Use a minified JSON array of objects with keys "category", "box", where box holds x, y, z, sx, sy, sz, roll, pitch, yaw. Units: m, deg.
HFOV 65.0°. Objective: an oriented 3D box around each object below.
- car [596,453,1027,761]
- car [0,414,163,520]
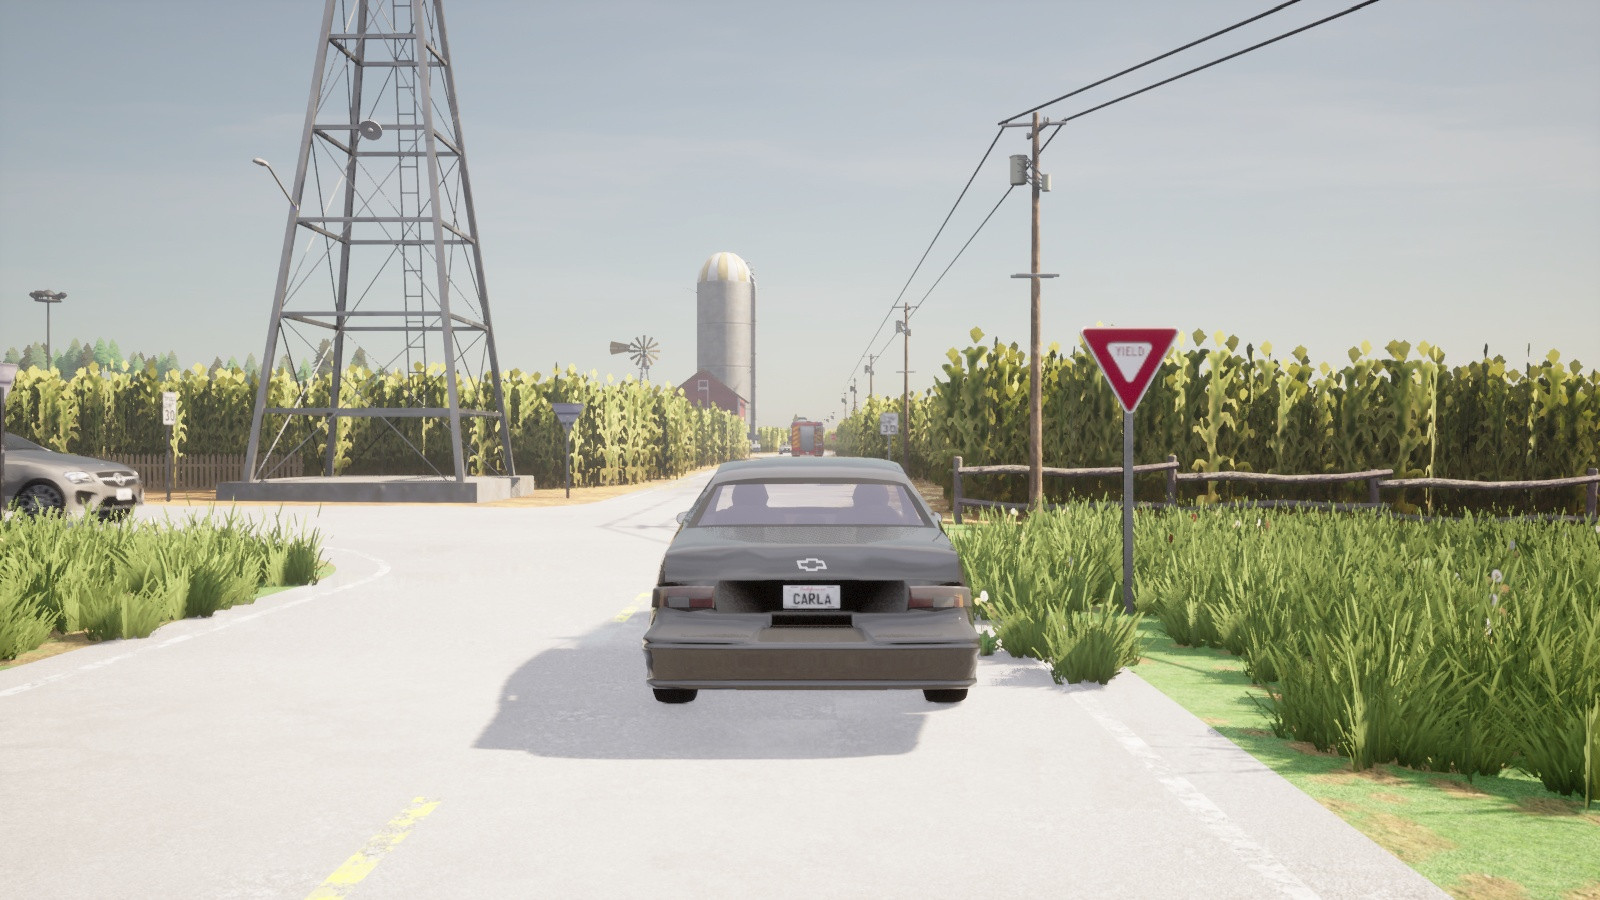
[{"category":"car","box":[0.064,0.745,8.602,2.033,1.411,5.357,0,0,0]},{"category":"car","box":[-13.490,0.259,20.560,5.027,1.651,2.152,0,0,1]}]
